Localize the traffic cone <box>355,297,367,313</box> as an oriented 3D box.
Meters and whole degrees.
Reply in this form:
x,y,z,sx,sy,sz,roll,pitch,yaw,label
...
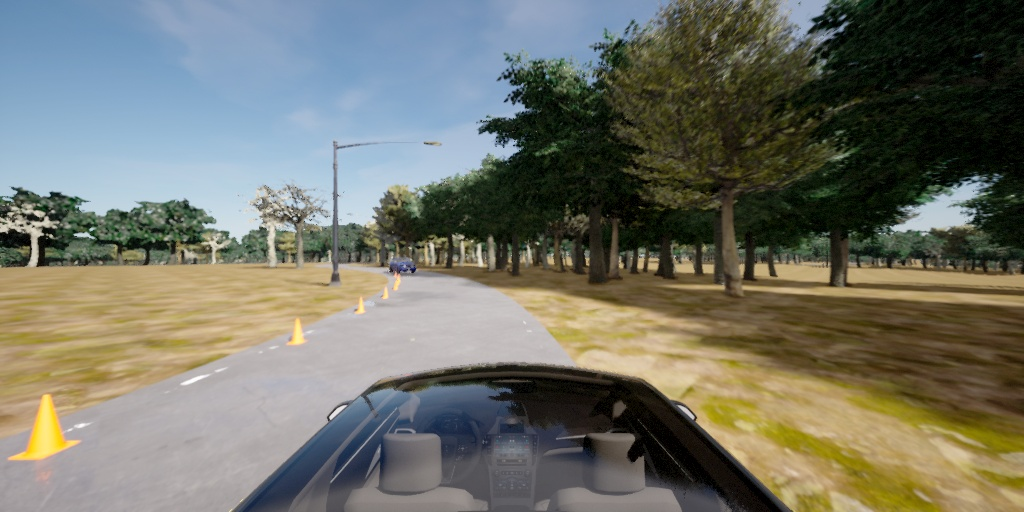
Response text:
x,y,z,sx,sy,sz,roll,pitch,yaw,label
-5.662,1.819,13.449,0.340,0.580,0.340,0,0,-8,traffic cone

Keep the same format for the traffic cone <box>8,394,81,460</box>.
x,y,z,sx,sy,sz,roll,pitch,yaw,label
-4.889,1.751,3.766,0.340,0.580,0.340,0,0,-2,traffic cone

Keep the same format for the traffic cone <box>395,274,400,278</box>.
x,y,z,sx,sy,sz,roll,pitch,yaw,label
-8.697,1.894,27.693,0.340,0.580,0.340,0,0,-17,traffic cone

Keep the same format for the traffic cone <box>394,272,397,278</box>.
x,y,z,sx,sy,sz,roll,pitch,yaw,label
-10.199,1.910,32.314,0.340,0.580,0.340,0,0,-19,traffic cone

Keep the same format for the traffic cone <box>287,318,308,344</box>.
x,y,z,sx,sy,sz,roll,pitch,yaw,label
-5.149,1.786,8.618,0.340,0.580,0.340,0,0,-5,traffic cone

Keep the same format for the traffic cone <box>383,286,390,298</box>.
x,y,z,sx,sy,sz,roll,pitch,yaw,label
-6.426,1.848,18.248,0.340,0.580,0.340,0,0,-11,traffic cone

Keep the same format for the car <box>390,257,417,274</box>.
x,y,z,sx,sy,sz,roll,pitch,yaw,label
-13.946,1.202,45.621,2.150,2.045,5.566,0,-1,-33,car

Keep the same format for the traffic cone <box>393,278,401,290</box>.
x,y,z,sx,sy,sz,roll,pitch,yaw,label
-7.438,1.873,23.000,0.340,0.580,0.340,0,0,-14,traffic cone
